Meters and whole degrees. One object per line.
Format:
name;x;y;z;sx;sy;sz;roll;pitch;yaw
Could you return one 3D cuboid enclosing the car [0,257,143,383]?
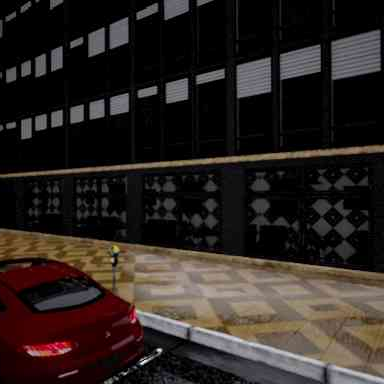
car;-2.523;1.595;4.623;4.206;1.307;1.802;0;0;35
